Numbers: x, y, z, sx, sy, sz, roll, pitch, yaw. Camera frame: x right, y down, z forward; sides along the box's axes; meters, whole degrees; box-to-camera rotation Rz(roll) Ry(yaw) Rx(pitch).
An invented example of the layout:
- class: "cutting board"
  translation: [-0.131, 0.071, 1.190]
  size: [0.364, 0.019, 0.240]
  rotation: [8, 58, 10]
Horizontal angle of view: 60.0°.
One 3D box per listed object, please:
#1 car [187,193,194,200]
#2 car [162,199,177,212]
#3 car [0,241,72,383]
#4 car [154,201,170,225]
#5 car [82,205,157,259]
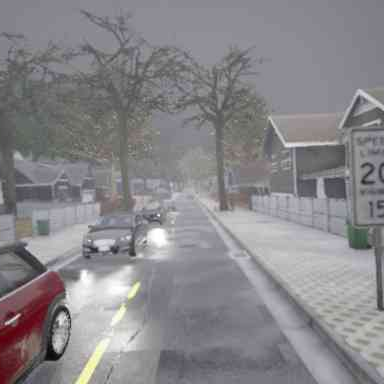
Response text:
- class: "car"
  translation: [-0.387, 1.363, 87.099]
  size: [1.895, 1.301, 4.718]
  rotation: [-3, 0, 0]
- class: "car"
  translation: [-2.903, 1.532, 39.455]
  size: [1.812, 1.442, 4.674]
  rotation: [-3, 0, 0]
- class: "car"
  translation: [-2.919, 1.468, 3.048]
  size: [2.097, 1.767, 4.553]
  rotation: [-3, 0, 2]
- class: "car"
  translation: [-2.916, 1.641, 24.157]
  size: [1.895, 1.301, 4.718]
  rotation: [-3, 0, 0]
- class: "car"
  translation: [-2.876, 1.567, 13.273]
  size: [2.128, 1.511, 4.902]
  rotation: [-3, 0, 0]
